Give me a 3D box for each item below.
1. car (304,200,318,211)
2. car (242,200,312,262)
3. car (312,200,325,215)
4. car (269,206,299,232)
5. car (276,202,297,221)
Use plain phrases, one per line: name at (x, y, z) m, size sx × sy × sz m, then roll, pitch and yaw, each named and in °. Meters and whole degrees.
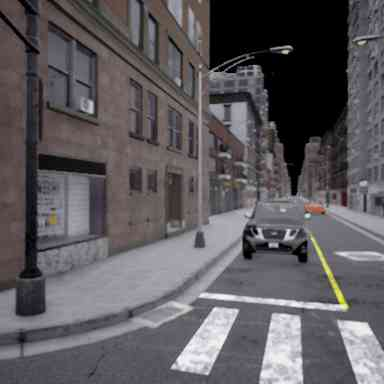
car at (18.028, 2.073, 50.649) m, size 1.837 × 1.490 × 4.892 m, roll 0°, pitch -1°, yaw 17°
car at (3.403, 1.372, 13.231) m, size 2.150 × 2.045 × 5.566 m, roll 0°, pitch -1°, yaw 17°
car at (15.218, 1.822, 41.211) m, size 2.097 × 1.767 × 4.553 m, roll 0°, pitch -1°, yaw 17°
car at (6.383, 1.786, 23.028) m, size 1.812 × 1.442 × 4.674 m, roll 0°, pitch -1°, yaw 16°
car at (9.382, 1.846, 32.838) m, size 1.882 × 1.535 × 5.008 m, roll 0°, pitch -1°, yaw 17°
